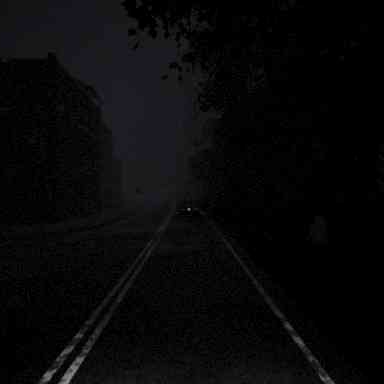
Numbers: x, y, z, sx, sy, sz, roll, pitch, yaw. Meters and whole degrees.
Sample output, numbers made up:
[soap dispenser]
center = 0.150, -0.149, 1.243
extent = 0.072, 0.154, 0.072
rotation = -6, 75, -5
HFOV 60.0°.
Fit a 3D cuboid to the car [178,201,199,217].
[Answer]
[car]
center = -0.328, 1.512, 31.041
extent = 2.033, 1.411, 5.357
rotation = 0, 0, -2
